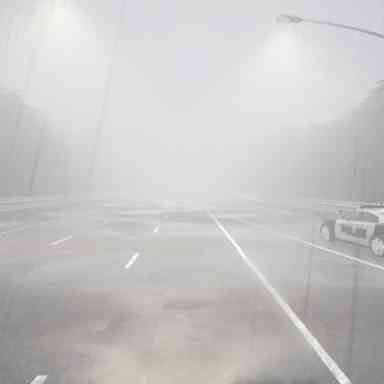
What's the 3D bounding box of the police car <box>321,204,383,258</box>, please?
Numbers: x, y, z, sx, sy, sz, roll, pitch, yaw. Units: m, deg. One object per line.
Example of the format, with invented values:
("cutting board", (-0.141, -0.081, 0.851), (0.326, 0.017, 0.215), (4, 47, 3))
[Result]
("police car", (6.622, 1.271, 12.248), (1.930, 1.638, 5.238), (1, 0, -8))
